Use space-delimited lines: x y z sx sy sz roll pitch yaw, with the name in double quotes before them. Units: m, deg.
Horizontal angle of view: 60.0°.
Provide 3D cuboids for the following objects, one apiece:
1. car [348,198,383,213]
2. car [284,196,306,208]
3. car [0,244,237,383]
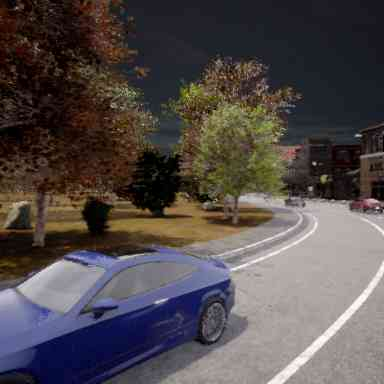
"car" 17.217 1.307 33.040 1.812 1.442 4.674 -1 0 3
"car" 13.819 1.293 44.693 1.812 1.442 4.674 -1 0 0
"car" -1.202 1.526 4.515 1.812 1.442 4.674 0 0 42
